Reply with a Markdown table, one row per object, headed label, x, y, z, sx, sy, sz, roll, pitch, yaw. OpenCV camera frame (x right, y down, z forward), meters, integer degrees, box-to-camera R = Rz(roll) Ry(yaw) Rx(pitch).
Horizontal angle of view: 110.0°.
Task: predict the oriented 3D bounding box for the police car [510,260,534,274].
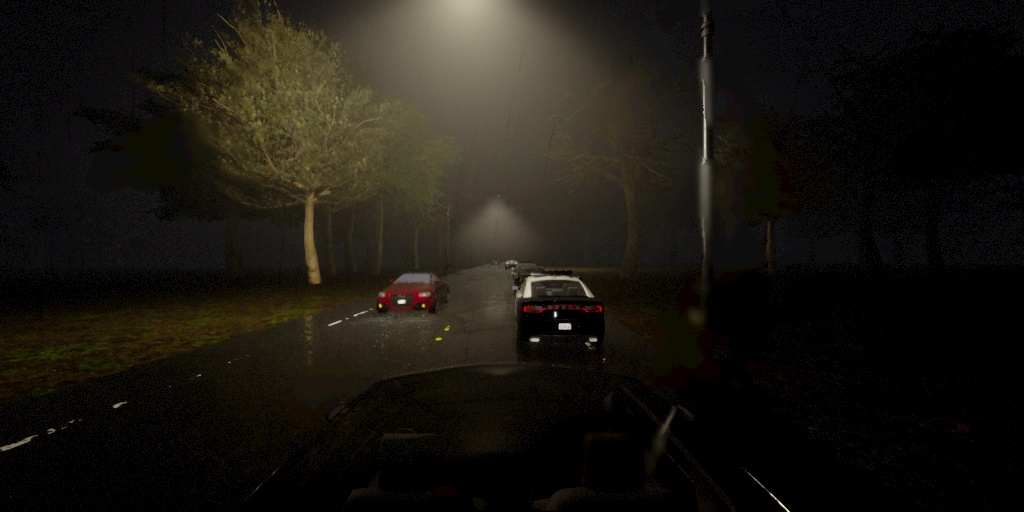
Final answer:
| label | x | y | z | sx | sy | sz | roll | pitch | yaw |
| --- | --- | --- | --- | --- | --- | --- | --- | --- | --- |
| police car | 1.001 | 1.185 | 25.626 | 1.930 | 1.638 | 5.238 | 0 | 0 | 0 |

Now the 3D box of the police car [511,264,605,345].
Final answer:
| label | x | y | z | sx | sy | sz | roll | pitch | yaw |
| --- | --- | --- | --- | --- | --- | --- | --- | --- | --- |
| police car | 1.033 | 1.178 | 9.623 | 1.930 | 1.638 | 5.238 | 0 | 0 | 0 |

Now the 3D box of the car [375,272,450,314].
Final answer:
| label | x | y | z | sx | sy | sz | roll | pitch | yaw |
| --- | --- | --- | --- | --- | --- | --- | --- | --- | --- |
| car | -3.626 | 1.318 | 13.766 | 1.994 | 1.385 | 4.181 | 0 | 0 | 0 |

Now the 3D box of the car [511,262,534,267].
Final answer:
| label | x | y | z | sx | sy | sz | roll | pitch | yaw |
| --- | --- | --- | --- | --- | --- | --- | --- | --- | --- |
| car | 1.013 | 1.263 | 19.516 | 1.837 | 1.490 | 4.892 | 0 | 0 | 0 |

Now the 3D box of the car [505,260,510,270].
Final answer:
| label | x | y | z | sx | sy | sz | roll | pitch | yaw |
| --- | --- | --- | --- | --- | --- | --- | --- | --- | --- |
| car | -0.037 | 1.393 | 52.779 | 1.895 | 1.301 | 4.718 | 0 | 0 | 0 |
